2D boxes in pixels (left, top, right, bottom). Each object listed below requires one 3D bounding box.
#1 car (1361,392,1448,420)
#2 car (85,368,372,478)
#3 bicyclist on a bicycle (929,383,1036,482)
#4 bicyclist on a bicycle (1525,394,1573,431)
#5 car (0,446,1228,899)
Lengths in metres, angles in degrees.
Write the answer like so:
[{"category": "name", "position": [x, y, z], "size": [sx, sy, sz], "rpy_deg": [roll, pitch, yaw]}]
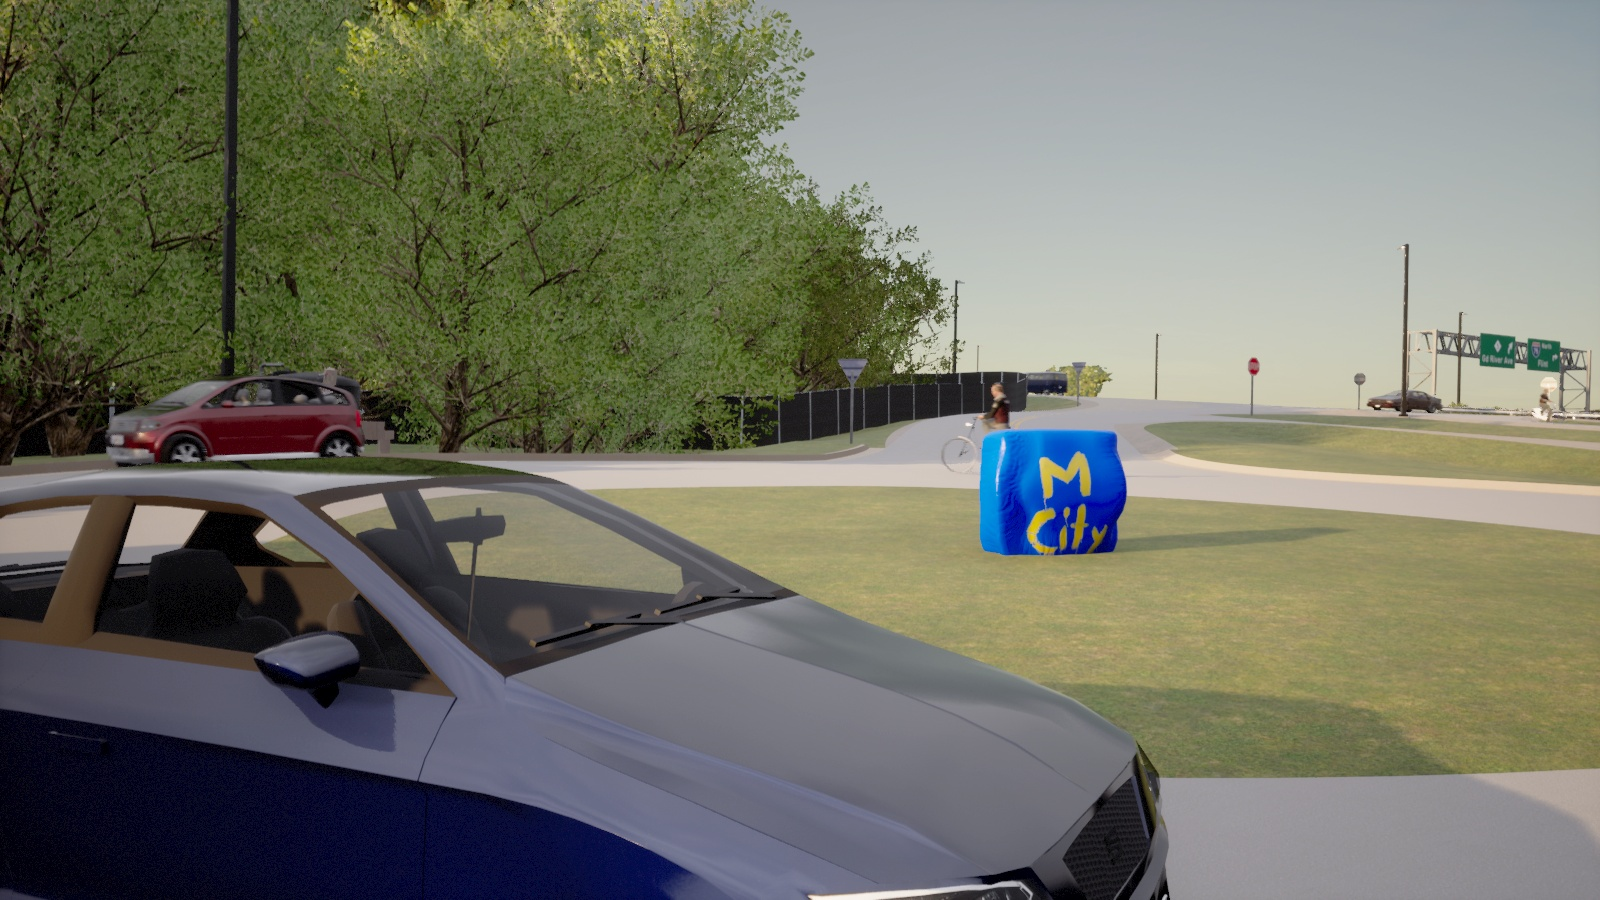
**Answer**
[{"category": "car", "position": [37.690, -2.759, 78.269], "size": [5.357, 1.411, 2.033], "rpy_deg": [2, 4, -29]}, {"category": "car", "position": [-8.887, -0.462, 19.777], "size": [1.789, 1.549, 3.705], "rpy_deg": [3, 3, 38]}, {"category": "bicyclist on a bicycle", "position": [3.490, -0.356, 24.021], "size": [1.843, 1.776, 0.659], "rpy_deg": [4, 3, 29]}, {"category": "bicyclist on a bicycle", "position": [38.006, -1.921, 63.749], "size": [0.659, 1.776, 1.843], "rpy_deg": [2, 4, -28]}, {"category": "car", "position": [-1.102, 0.756, 3.616], "size": [4.193, 1.474, 1.816], "rpy_deg": [0, 1, 27]}]
